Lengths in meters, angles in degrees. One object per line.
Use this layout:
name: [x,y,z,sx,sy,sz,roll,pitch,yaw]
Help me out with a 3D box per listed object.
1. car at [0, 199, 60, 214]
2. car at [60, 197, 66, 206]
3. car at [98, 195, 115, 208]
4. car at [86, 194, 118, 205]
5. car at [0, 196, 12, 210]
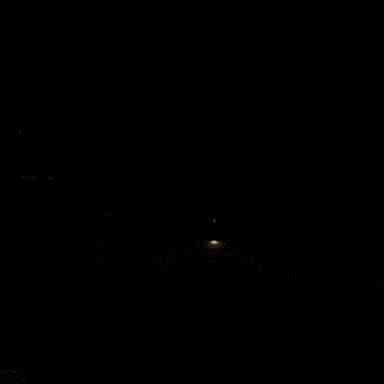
car: [-15.198,1.341,31.269,2.008,1.369,4.403,2,2,35]
car: [-16.207,1.131,44.547,2.008,1.369,4.403,2,2,35]
car: [-8.959,1.243,40.030,1.802,1.307,4.206,2,2,35]
car: [-13.190,1.081,48.784,1.947,1.339,4.313,2,2,35]
car: [-22.342,1.232,35.933,1.752,1.417,4.829,2,2,35]
